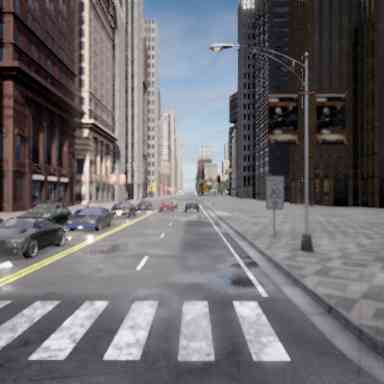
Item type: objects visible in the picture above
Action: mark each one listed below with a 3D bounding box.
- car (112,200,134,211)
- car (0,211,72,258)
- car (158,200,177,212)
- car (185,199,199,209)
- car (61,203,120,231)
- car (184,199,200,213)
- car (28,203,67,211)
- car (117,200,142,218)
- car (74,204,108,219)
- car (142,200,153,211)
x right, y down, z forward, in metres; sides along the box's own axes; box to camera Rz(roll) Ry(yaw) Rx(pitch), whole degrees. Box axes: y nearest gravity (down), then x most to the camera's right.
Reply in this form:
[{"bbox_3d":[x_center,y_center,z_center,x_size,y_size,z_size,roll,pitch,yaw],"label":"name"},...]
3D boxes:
[{"bbox_3d":[-9.754,1.906,47.238,2.033,1.411,5.357,0,0,0],"label":"car"},{"bbox_3d":[-6.584,1.671,13.050,1.994,1.385,4.181,0,0,1],"label":"car"},{"bbox_3d":[-3.248,1.851,42.976,1.812,1.442,4.674,0,0,0],"label":"car"},{"bbox_3d":[0.005,1.884,53.011,2.128,1.511,4.902,0,0,0],"label":"car"},{"bbox_3d":[-6.590,1.724,22.291,2.033,1.411,5.357,0,0,0],"label":"car"},{"bbox_3d":[0.003,1.826,42.593,1.837,1.490,4.892,0,0,0],"label":"car"},{"bbox_3d":[-9.843,1.534,22.689,2.097,1.767,4.553,0,0,0],"label":"car"},{"bbox_3d":[-6.586,1.744,32.683,2.128,1.511,4.902,0,0,0],"label":"car"},{"bbox_3d":[-9.844,1.856,32.713,1.895,1.301,4.718,0,0,1],"label":"car"},{"bbox_3d":[-6.513,1.859,46.470,1.837,1.490,4.892,0,-1,0],"label":"car"}]
